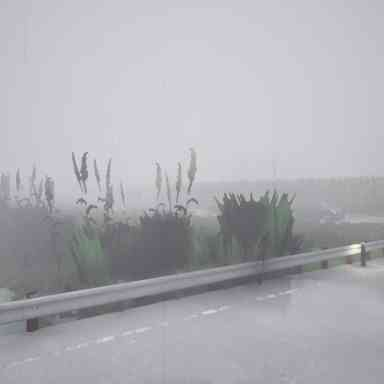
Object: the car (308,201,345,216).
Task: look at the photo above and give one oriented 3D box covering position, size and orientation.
[{"bbox_3d":[10.859,1.572,29.002,2.097,1.767,4.553,-1,1,-43],"label":"car"}]
